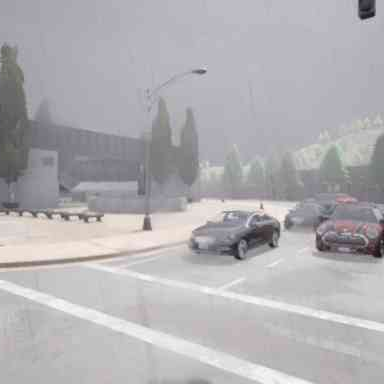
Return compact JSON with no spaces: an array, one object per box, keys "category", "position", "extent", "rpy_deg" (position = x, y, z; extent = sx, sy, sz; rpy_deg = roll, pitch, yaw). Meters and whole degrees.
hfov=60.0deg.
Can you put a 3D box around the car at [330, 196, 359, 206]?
[{"category":"car","position":[23.958,1.442,52.408],"extent":[1.812,1.442,4.674],"rpy_deg":[0,0,-10]}]

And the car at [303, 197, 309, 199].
[{"category":"car","position":[14.056,1.404,39.275],"extent":[2.128,1.511,4.902],"rpy_deg":[0,0,6]}]

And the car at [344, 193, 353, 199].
[{"category":"car","position":[17.646,1.155,39.765],"extent":[2.150,2.045,5.566],"rpy_deg":[0,0,4]}]

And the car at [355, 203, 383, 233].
[{"category":"car","position":[11.259,1.506,20.479],"extent":[1.812,1.442,4.674],"rpy_deg":[1,0,31]}]

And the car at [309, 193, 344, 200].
[{"category":"car","position":[11.669,1.165,29.126],"extent":[2.150,2.045,5.566],"rpy_deg":[0,0,20]}]

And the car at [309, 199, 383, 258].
[{"category":"car","position":[6.338,1.335,12.967],"extent":[2.097,1.767,4.553],"rpy_deg":[1,0,34]}]

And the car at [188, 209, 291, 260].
[{"category":"car","position":[1.759,1.447,12.499],"extent":[2.128,1.511,4.902],"rpy_deg":[1,0,35]}]

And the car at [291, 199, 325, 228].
[{"category":"car","position":[7.027,1.445,20.284],"extent":[2.128,1.511,4.902],"rpy_deg":[1,0,31]}]
